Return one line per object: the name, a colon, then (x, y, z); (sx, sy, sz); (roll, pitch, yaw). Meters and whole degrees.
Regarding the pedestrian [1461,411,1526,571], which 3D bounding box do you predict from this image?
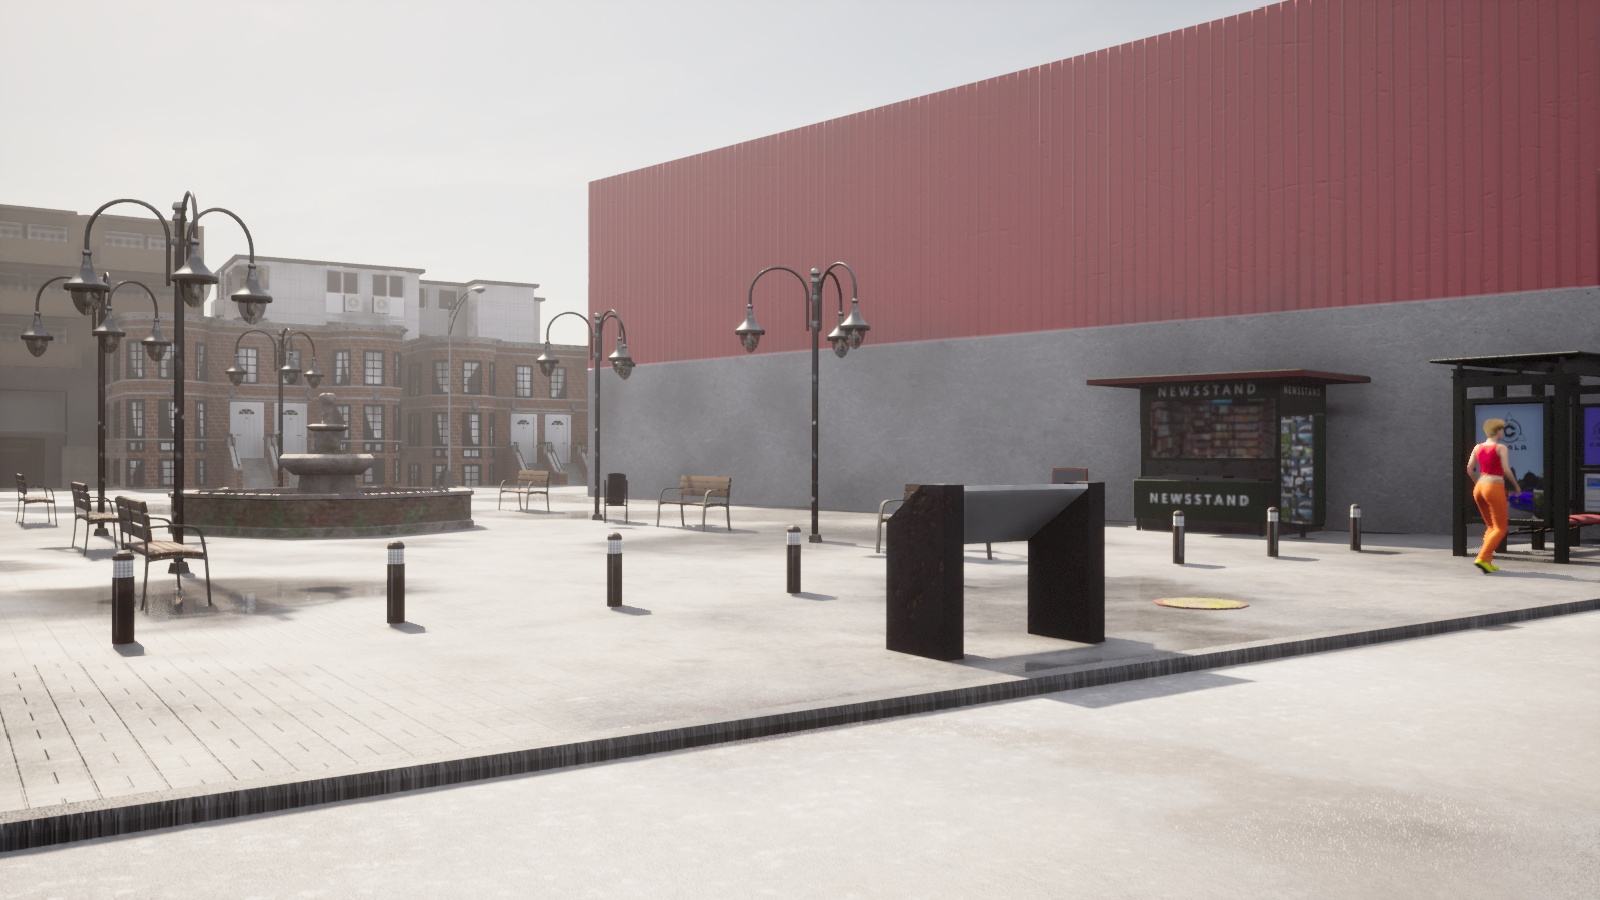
pedestrian: (8.135, 0.472, 14.738); (0.594, 1.836, 0.345); (0, 0, -17)
